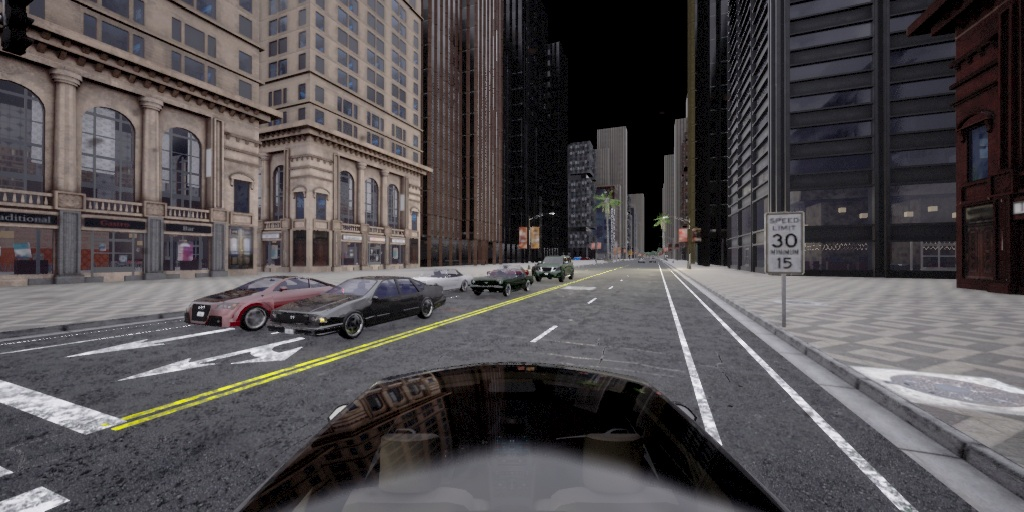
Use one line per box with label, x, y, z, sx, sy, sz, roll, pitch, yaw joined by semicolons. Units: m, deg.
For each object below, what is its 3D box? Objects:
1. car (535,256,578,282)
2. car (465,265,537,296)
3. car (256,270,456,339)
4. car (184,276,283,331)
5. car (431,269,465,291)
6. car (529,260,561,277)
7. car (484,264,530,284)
car;3.582;0.987;29.322;2.150;2.045;5.566;0;0;22
car;-0.420;1.358;19.402;1.895;1.301;4.718;0;0;22
car;-4.006;1.299;10.509;2.033;1.411;5.357;0;0;22
car;-7.274;1.316;11.083;1.994;1.385;4.181;0;0;22
car;-4.003;1.357;19.211;1.895;1.301;4.718;0;0;22
car;3.573;1.251;37.901;1.882;1.535;5.008;0;0;22
car;-0.278;1.364;28.449;1.895;1.301;4.718;0;0;22
